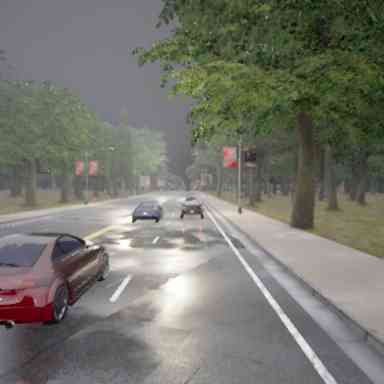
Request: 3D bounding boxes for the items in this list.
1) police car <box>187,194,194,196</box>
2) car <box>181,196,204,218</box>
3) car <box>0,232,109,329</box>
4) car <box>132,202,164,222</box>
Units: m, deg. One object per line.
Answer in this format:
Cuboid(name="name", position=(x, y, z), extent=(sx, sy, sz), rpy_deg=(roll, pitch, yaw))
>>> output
Cuboid(name="police car", position=(-0.133, 1.053, 53.674), extent=(2.038, 1.542, 4.974), rpy_deg=(0, 1, 0))
Cuboid(name="car", position=(0.013, 1.340, 28.098), extent=(1.812, 1.442, 4.674), rpy_deg=(0, 1, 0))
Cuboid(name="car", position=(-3.151, 1.532, 7.034), extent=(1.994, 1.385, 4.181), rpy_deg=(0, 0, 0))
Cuboid(name="car", position=(-3.177, 1.410, 24.547), extent=(1.994, 1.385, 4.181), rpy_deg=(0, 1, 0))
